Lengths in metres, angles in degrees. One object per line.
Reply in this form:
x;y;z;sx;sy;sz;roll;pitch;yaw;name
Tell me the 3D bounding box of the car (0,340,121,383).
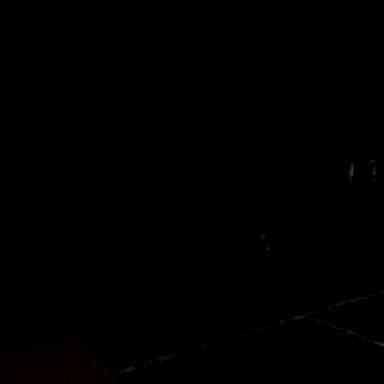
-2.521;1.432;1.222;4.829;1.417;1.752;1;2;-33;car
